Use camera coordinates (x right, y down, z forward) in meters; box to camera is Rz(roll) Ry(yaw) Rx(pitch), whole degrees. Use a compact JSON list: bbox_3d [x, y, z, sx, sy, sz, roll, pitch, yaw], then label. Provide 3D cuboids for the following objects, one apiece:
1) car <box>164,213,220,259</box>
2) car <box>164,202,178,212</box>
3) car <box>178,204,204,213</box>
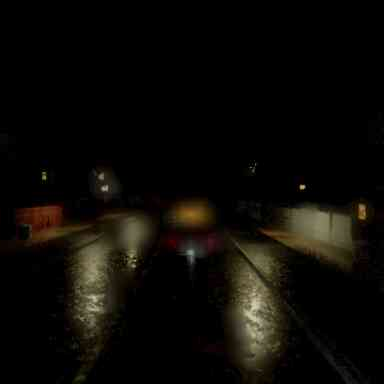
[{"bbox_3d":[0.006,1.735,13.240,1.895,1.301,4.718,0,-1,0],"label":"car"},{"bbox_3d":[-2.810,2.126,46.397,1.994,1.385,4.181,0,-1,0],"label":"car"},{"bbox_3d":[0.003,1.805,29.258,1.882,1.535,5.008,0,-1,0],"label":"car"}]
